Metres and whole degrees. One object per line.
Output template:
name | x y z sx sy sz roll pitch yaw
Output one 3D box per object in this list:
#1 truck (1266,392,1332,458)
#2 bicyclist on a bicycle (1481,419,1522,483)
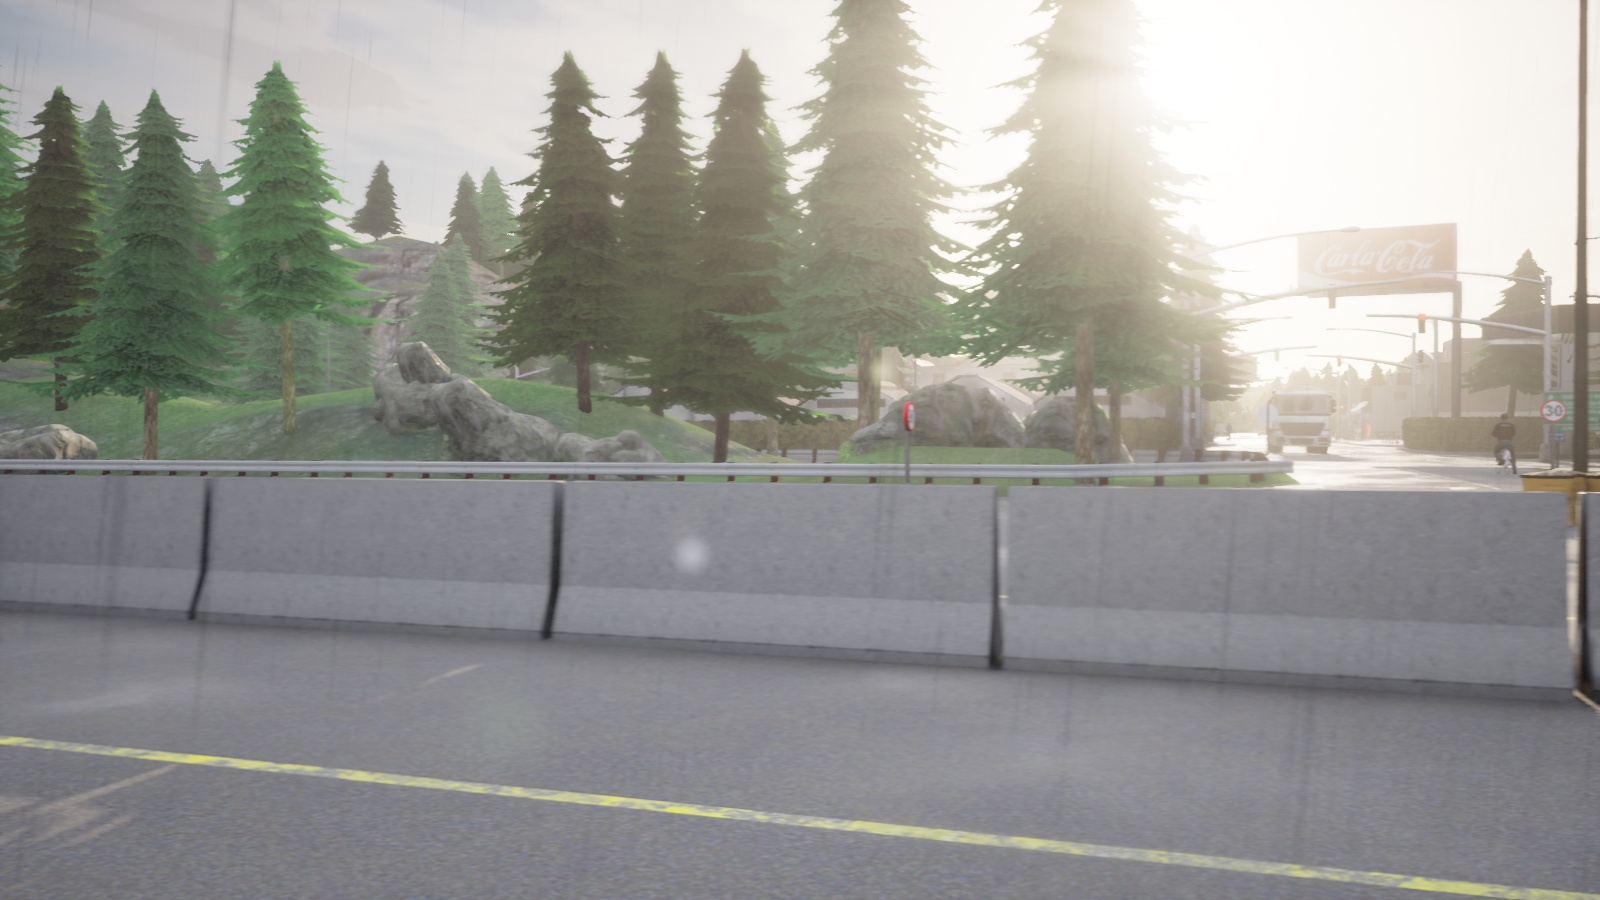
truck | 27.492 -1.343 69.479 2.891 3.462 7.936 1 1 18
bicyclist on a bicycle | 20.095 0.000 36.000 0.659 1.776 1.843 1 1 18
